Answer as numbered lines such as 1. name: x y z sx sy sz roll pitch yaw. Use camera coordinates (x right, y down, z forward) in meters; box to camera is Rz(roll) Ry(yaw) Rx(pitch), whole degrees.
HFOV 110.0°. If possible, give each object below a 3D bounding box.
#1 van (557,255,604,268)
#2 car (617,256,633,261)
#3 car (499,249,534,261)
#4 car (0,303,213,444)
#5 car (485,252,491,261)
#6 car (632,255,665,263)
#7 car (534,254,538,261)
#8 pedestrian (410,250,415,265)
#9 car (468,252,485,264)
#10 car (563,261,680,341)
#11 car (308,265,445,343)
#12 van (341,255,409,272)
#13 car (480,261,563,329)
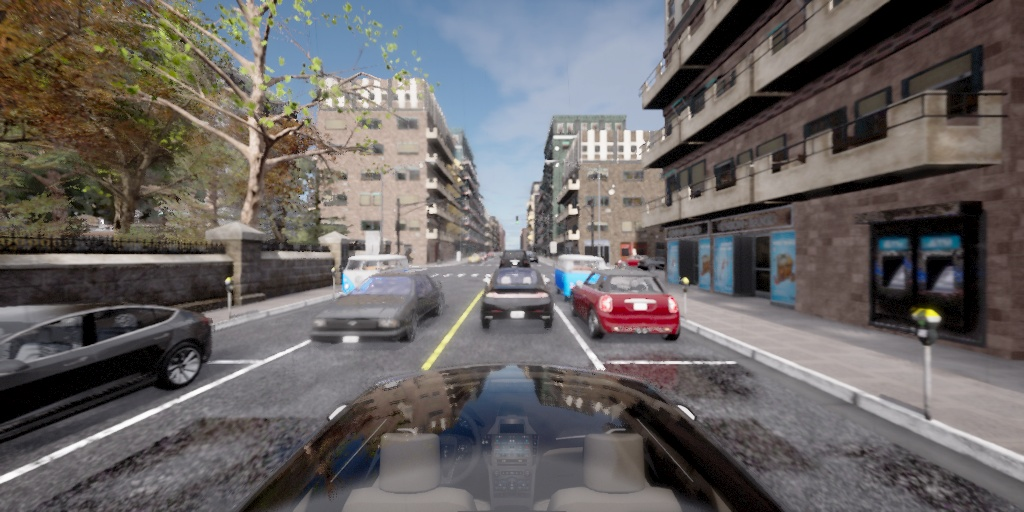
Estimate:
1. van: 2.720 0.850 15.018 1.690 1.789 3.998 0 0 0
2. car: 13.819 0.638 41.078 4.097 1.591 1.967 0 0 1
3. car: 0.214 0.528 26.229 2.150 2.045 5.566 0 1 0
4. car: -5.663 1.274 4.012 1.948 1.339 4.313 0 0 0
5. car: -5.400 0.061 64.280 1.967 1.591 4.097 0 0 0
6. car: 13.677 0.767 32.699 4.313 1.339 1.948 0 0 1
7. car: 2.929 0.391 52.958 1.948 1.339 4.313 0 0 0
8. pedestrian: -12.341 0.184 44.453 0.375 1.860 0.375 0 0 1
9. car: -5.453 0.350 52.826 1.751 1.417 4.829 0 0 0
10. car: 2.696 1.049 9.495 1.967 1.591 4.097 0 0 0
11. car: -3.061 1.156 9.489 2.033 1.411 5.357 0 1 0
12. van: -5.595 0.849 15.058 1.690 1.789 3.998 0 0 0
13. car: 0.140 1.081 10.585 2.128 1.511 4.902 0 1 0
